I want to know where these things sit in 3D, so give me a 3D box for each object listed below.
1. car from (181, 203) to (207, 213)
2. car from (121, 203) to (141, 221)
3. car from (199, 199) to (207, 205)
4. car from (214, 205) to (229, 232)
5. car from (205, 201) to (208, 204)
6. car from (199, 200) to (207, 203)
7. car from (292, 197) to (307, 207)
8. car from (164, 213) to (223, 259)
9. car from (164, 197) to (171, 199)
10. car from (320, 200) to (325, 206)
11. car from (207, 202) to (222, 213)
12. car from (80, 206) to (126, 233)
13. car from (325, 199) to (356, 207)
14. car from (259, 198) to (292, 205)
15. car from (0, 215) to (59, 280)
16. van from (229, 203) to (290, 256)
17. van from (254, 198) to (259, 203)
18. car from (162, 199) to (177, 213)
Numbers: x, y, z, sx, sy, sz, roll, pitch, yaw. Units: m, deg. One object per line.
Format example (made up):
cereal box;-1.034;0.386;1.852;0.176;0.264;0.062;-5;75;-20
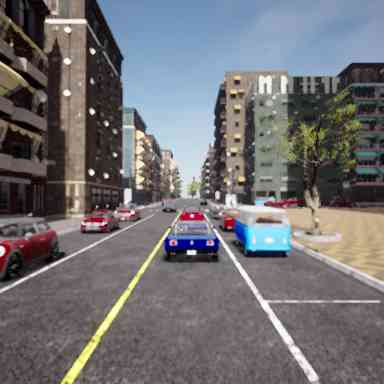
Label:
car;0.008;1.882;28.472;1.994;1.385;4.181;0;-1;0
car;-5.823;1.777;30.216;1.967;1.590;4.097;1;-1;0
car;2.659;2.498;81.785;1.802;1.307;4.206;1;-1;0
car;2.774;1.790;22.025;1.887;1.381;4.507;1;-1;0
car;2.811;1.975;38.024;2.008;1.369;4.403;1;-1;0
car;2.662;2.419;76.214;1.947;1.339;4.313;1;-1;0
car;19.258;1.919;63.008;5.009;1.841;2.192;0;-1;0
car;0.013;1.749;13.261;1.895;1.301;4.718;0;-1;1
car;-5.715;2.168;76.253;2.192;1.841;5.009;1;-1;0
car;24.788;2.106;62.967;4.507;1.381;1.887;0;-1;0
car;2.814;1.912;32.454;2.008;1.369;4.403;1;-1;0
car;-5.770;1.819;21.310;1.802;1.307;4.206;1;-1;0
car;24.729;1.786;54.591;4.097;1.590;1.967;0;-1;0
car;13.675;2.013;54.661;4.206;1.307;1.802;0;-1;0
car;-5.688;1.554;10.174;1.967;1.590;4.097;1;-1;0
van;2.724;1.493;13.566;1.690;1.788;3.998;1;-1;0
van;13.731;1.988;63.044;3.998;1.788;1.690;0;-1;0
car;-3.032;2.056;45.536;2.033;1.411;5.357;0;-1;0
